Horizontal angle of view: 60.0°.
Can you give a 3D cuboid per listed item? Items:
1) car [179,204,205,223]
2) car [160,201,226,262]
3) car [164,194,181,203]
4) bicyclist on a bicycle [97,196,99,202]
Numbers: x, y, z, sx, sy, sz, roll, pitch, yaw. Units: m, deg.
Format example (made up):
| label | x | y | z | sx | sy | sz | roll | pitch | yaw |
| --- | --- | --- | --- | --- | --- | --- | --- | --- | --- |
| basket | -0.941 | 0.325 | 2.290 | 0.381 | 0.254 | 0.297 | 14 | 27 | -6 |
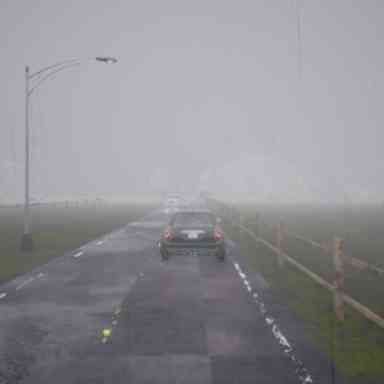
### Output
| label | x | y | z | sx | sy | sz | roll | pitch | yaw |
| --- | --- | --- | --- | --- | --- | --- | --- | --- | --- |
| car | 0.040 | 1.679 | 26.958 | 1.895 | 1.301 | 4.718 | 0 | 0 | 1 |
| car | 0.046 | 1.389 | 12.492 | 2.097 | 1.767 | 4.553 | 0 | 0 | 0 |
| car | -2.841 | 1.360 | 49.650 | 2.150 | 2.045 | 5.566 | 0 | 0 | 0 |
| bicyclist on a bicycle | -22.514 | 1.724 | 79.394 | 0.582 | 1.620 | 1.656 | 0 | 0 | 0 |
